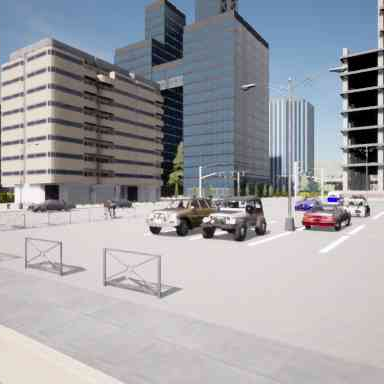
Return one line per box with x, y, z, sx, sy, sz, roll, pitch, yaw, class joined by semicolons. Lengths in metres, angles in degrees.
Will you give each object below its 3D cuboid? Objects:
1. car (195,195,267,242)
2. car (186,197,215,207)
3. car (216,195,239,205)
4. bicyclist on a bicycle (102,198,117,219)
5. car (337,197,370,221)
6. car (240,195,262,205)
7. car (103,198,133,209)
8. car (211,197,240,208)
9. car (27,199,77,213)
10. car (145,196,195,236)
2.094;1.156;15.617;1.905;1.878;3.866;0;0;34;car
1.322;1.492;51.149;2.128;1.511;4.902;0;0;34;car
6.360;1.352;58.781;2.097;1.767;4.553;0;0;34;car
-6.520;1.302;26.229;1.656;1.620;0.582;0;0;34;bicyclist on a bicycle
14.097;1.395;28.592;1.970;1.475;3.806;0;0;34;car
10.395;1.352;58.354;2.097;1.767;4.553;0;0;34;car
-10.329;1.564;46.550;1.994;1.385;4.181;0;0;35;car
5.135;1.547;50.475;2.033;1.411;5.357;0;0;33;car
-15.954;1.547;38.177;2.033;1.411;5.357;0;0;34;car
-0.276;1.153;17.279;1.932;1.855;4.605;0;0;34;car
